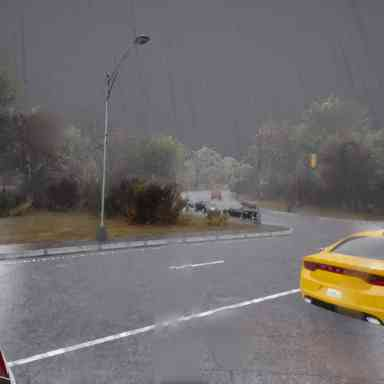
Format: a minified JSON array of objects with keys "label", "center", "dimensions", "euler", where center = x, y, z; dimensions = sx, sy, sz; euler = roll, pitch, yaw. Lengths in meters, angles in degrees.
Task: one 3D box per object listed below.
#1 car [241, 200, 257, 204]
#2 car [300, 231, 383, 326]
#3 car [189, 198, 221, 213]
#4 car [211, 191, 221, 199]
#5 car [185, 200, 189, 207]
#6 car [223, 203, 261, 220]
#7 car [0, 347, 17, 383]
[{"label":"car","center":[9.388,2.113,54.772],"dimensions":[1.837,1.490,4.892],"euler":[2,2,-15]},{"label":"car","center":[4.352,1.542,6.855],"dimensions":[5.008,1.535,1.882],"euler":[1,-1,-35]},{"label":"car","center":[1.773,1.926,43.099],"dimensions":[2.128,1.511,4.902],"euler":[2,0,-19]},{"label":"car","center":[5.737,0.741,78.963],"dimensions":[2.150,2.045,5.566],"euler":[2,2,-1]},{"label":"car","center":[-1.046,1.726,52.688],"dimensions":[1.994,1.385,4.181],"euler":[2,1,-14]},{"label":"car","center":[5.105,2.147,34.294],"dimensions":[1.895,1.301,4.718],"euler":[3,-1,-22]},{"label":"car","center":[-3.240,1.353,1.440],"dimensions":[4.553,1.767,2.097],"euler":[0,0,-35]}]
